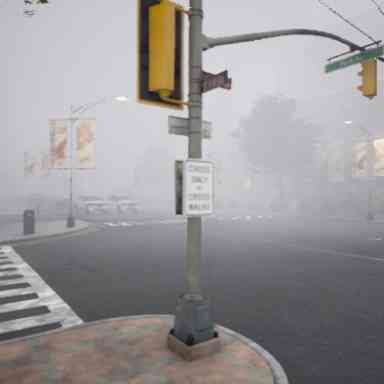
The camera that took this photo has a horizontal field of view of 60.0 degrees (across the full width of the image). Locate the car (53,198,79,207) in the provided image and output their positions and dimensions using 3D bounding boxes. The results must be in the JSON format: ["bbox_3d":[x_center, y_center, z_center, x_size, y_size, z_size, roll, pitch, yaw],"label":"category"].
[{"bbox_3d":[-20.339,1.707,53.636,4.718,1.301,1.895,0,0,43],"label":"car"}]

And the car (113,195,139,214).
[{"bbox_3d":[-8.125,1.337,38.257,2.150,2.045,5.566,1,0,-35],"label":"car"}]

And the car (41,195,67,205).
[{"bbox_3d":[-25.822,1.462,62.241,4.553,1.767,2.097,0,0,26],"label":"car"}]

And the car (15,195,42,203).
[{"bbox_3d":[-34.109,1.506,69.311,5.008,1.535,1.882,0,0,12],"label":"car"}]

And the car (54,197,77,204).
[{"bbox_3d":[-25.081,1.682,65.796,4.181,1.385,1.994,0,0,26],"label":"car"}]

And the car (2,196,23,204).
[{"bbox_3d":[-35.069,1.517,65.945,4.892,1.490,1.837,0,0,12],"label":"car"}]

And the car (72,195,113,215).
[{"bbox_3d":[-10.977,1.310,36.229,2.150,2.045,5.566,1,0,-35],"label":"car"}]

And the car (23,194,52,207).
[{"bbox_3d":[-23.657,1.300,51.942,5.566,2.045,2.150,0,0,40],"label":"car"}]

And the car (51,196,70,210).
[{"bbox_3d":[-16.707,1.592,44.131,1.837,1.490,4.892,1,0,-37],"label":"car"}]
